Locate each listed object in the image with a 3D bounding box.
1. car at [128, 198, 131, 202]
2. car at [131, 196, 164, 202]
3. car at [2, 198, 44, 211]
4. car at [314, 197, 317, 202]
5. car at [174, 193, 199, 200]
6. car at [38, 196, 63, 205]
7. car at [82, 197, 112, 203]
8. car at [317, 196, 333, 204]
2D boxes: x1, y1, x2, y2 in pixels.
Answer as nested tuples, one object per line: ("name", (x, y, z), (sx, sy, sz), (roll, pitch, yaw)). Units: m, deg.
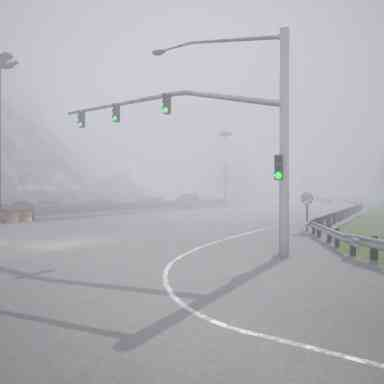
("car", (-9.677, 1.411, 60.508), (2.128, 1.511, 4.902), (0, 0, 29))
("car", (-5.763, 1.432, 46.756), (2.128, 1.511, 4.902), (0, 0, 32))
("car", (-16.218, 1.501, 30.288), (1.994, 1.385, 4.181), (0, 0, 33))
("car", (28.159, 1.520, 72.898), (2.033, 1.411, 5.357), (0, 0, 7))
("car", (-0.819, 1.164, 54.873), (2.150, 2.045, 5.566), (0, 0, 29))
("car", (-19.677, 1.268, 44.397), (2.097, 1.767, 4.553), (0, 0, 32))
("car", (-10.791, 1.540, 38.800), (1.895, 1.301, 4.718), (0, 0, 33))
("car", (25.604, 1.549, 63.310), (1.994, 1.385, 4.181), (0, 0, 16))
